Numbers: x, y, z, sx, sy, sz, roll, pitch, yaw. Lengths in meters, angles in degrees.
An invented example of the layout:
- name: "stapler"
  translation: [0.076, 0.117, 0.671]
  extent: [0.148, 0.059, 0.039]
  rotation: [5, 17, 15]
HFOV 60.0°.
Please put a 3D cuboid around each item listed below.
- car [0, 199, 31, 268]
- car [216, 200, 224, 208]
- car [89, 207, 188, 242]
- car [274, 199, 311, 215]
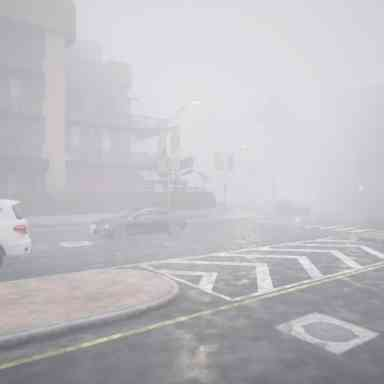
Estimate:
- name: "car"
  translation: [-7.266, 1.222, 8.643]
  extent: [5.566, 2.045, 2.150]
  rotation: [0, 0, -35]
- name: "car"
  translation: [2.793, 1.564, 47.574]
  extent: [1.994, 1.385, 4.181]
  rotation: [0, 0, -35]
- name: "car"
  translation: [-2.504, 1.491, 16.320]
  extent: [4.902, 1.511, 2.128]
  rotation: [0, 0, -35]
- name: "car"
  translation: [10.141, 1.477, 33.874]
  extent: [1.882, 1.535, 5.008]
  rotation: [1, 0, -12]
